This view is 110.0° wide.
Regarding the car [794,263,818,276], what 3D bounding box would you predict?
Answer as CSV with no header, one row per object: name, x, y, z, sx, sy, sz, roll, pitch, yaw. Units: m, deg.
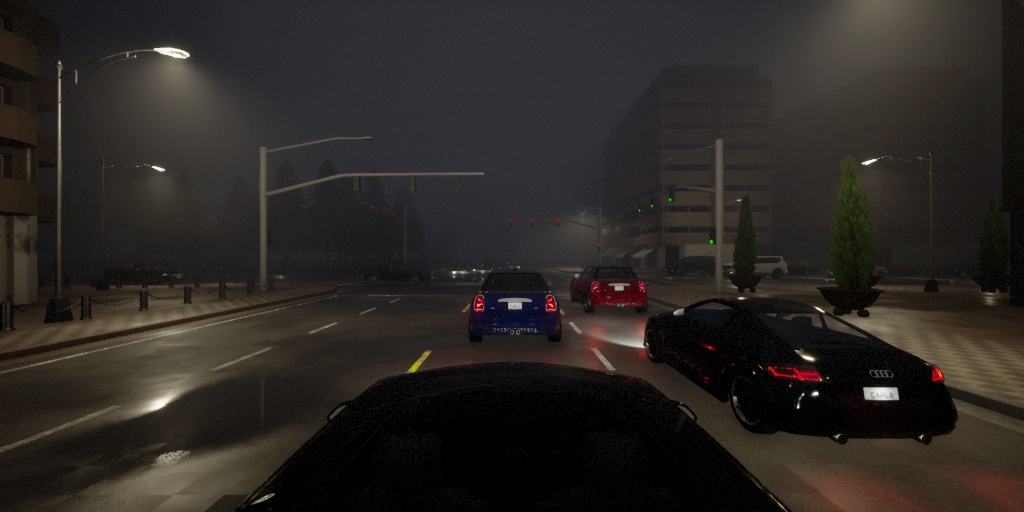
car,28.181,1.406,36.557,4.718,1.301,1.895,0,0,0

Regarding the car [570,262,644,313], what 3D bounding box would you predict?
car,3.606,1.102,14.151,2.097,1.767,4.553,0,0,0

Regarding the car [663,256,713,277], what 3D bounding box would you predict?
car,18.422,1.027,36.521,5.566,2.045,2.150,0,0,0

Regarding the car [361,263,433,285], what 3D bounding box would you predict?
car,-8.186,1.248,25.727,4.902,1.511,2.128,0,0,0

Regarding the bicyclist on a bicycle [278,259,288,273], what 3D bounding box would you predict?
bicyclist on a bicycle,-25.611,1.106,40.135,0.582,1.620,1.656,0,0,0

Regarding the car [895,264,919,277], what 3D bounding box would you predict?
car,38.227,1.406,36.588,4.718,1.301,1.895,0,0,0

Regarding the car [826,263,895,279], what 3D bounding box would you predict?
car,31.806,1.331,33.068,4.674,1.442,1.812,0,0,0

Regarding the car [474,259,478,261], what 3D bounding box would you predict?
car,-6.246,1.255,57.557,1.837,1.490,4.892,0,0,7

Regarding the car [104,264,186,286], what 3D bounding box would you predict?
car,-26.218,1.298,25.651,4.902,1.511,2.128,0,0,0

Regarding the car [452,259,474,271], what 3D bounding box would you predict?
car,-6.859,1.314,48.668,1.994,1.385,4.181,0,0,2

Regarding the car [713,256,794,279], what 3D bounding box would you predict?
car,22.169,1.027,33.036,5.566,2.045,2.150,0,0,0

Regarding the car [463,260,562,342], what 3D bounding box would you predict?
car,0.083,1.102,9.923,2.097,1.767,4.553,0,0,0

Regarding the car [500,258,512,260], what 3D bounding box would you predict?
car,-2.023,1.297,62.041,2.033,1.411,5.357,0,0,14

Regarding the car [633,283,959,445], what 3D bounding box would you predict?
car,3.607,1.314,5.510,1.994,1.385,4.181,0,0,0

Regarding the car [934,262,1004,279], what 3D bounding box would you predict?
car,42.130,1.283,33.091,5.008,1.535,1.882,0,0,0
